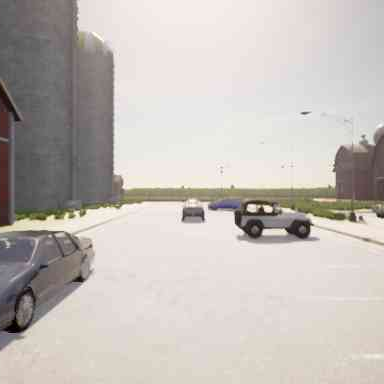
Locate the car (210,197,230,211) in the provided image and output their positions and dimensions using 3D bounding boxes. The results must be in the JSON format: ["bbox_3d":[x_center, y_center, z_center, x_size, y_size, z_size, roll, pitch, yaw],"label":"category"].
[{"bbox_3d":[4.212,1.494,41.251,4.611,1.667,2.242,0,0,1],"label":"car"}]

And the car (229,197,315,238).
[{"bbox_3d":[4.075,1.319,17.045,3.866,1.878,1.905,0,0,1],"label":"car"}]

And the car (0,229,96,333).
[{"bbox_3d":[-3.590,1.550,7.071,2.033,1.411,5.357,0,0,0],"label":"car"}]

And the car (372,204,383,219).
[{"bbox_3d":[17.387,1.320,27.160,4.605,1.855,1.932,0,0,1],"label":"car"}]

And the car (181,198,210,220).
[{"bbox_3d":[0.098,1.501,27.743,2.128,1.511,4.902,0,0,0],"label":"car"}]

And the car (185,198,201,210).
[{"bbox_3d":[0.095,1.562,44.210,2.033,1.411,5.357,0,0,0],"label":"car"}]
